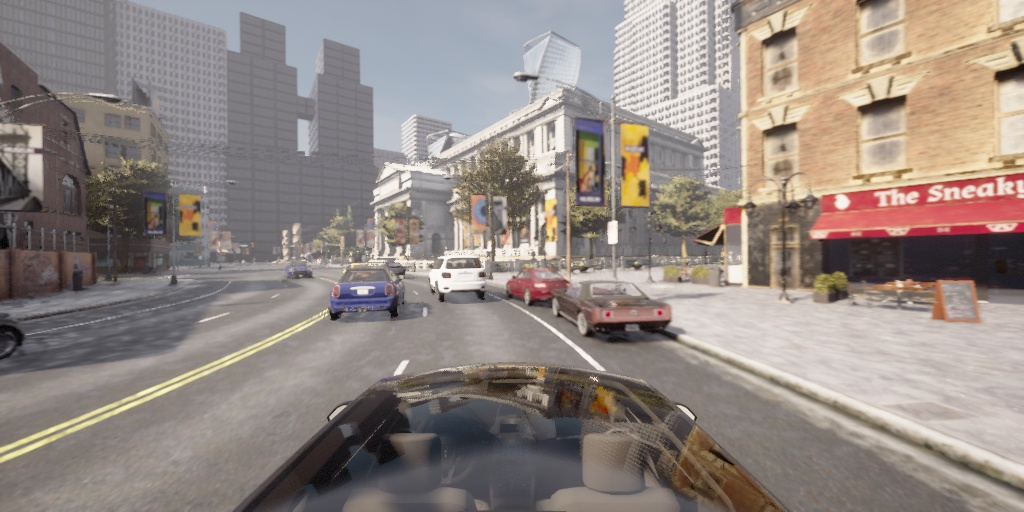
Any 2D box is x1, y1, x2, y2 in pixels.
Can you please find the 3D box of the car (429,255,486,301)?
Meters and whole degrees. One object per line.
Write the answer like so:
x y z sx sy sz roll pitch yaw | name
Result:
-2.844 0.996 17.947 2.150 2.045 5.566 0 0 -18 | car

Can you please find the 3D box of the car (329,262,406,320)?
-5.170 1.153 13.321 2.097 1.767 4.553 -1 0 -13 | car

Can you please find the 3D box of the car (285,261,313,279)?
-21.439 1.323 36.005 2.097 1.767 4.553 -1 0 -36 | car

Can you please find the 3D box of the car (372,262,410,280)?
-11.703 1.354 34.437 2.128 1.511 4.902 -1 0 -34 | car

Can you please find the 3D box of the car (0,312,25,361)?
-10.983 1.428 5.634 1.994 1.385 4.181 -1 0 -7 | car

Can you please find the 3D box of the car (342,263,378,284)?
-12.670 1.352 29.703 1.882 1.535 5.008 0 0 -33 | car
